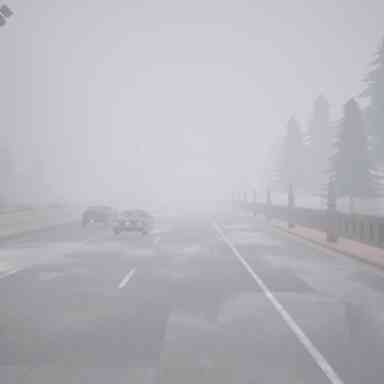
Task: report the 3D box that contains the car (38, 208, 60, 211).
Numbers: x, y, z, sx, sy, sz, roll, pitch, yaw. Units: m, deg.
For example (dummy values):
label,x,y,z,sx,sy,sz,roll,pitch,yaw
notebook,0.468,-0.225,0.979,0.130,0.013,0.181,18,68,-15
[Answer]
label,x,y,z,sx,sy,sz,roll,pitch,yaw
car,-14.094,1.898,34.070,1.994,1.385,4.181,0,-1,0

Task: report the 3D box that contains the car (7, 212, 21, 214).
label,x,y,z,sx,sy,sz,roll,pitch,yaw
car,-17.599,1.879,33.791,2.033,1.411,5.357,0,-1,0

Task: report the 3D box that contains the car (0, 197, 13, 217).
label,x,y,z,sx,sy,sz,roll,pitch,yaw
car,-21.094,1.557,34.323,2.150,2.045,5.566,0,0,0

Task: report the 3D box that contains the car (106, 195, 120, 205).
label,x,y,z,sx,sy,sz,roll,pitch,yaw
car,-17.959,1.803,75.982,2.150,2.045,5.566,0,-1,-4

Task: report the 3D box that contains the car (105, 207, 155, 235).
label,x,y,z,sx,sy,sz,roll,pitch,yaw
car,-3.419,1.746,20.212,2.033,1.411,5.357,0,-1,0

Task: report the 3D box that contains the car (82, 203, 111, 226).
label,x,y,z,sx,sy,sz,roll,pitch,yaw
car,-6.911,1.754,25.397,1.837,1.490,4.892,0,-1,0
